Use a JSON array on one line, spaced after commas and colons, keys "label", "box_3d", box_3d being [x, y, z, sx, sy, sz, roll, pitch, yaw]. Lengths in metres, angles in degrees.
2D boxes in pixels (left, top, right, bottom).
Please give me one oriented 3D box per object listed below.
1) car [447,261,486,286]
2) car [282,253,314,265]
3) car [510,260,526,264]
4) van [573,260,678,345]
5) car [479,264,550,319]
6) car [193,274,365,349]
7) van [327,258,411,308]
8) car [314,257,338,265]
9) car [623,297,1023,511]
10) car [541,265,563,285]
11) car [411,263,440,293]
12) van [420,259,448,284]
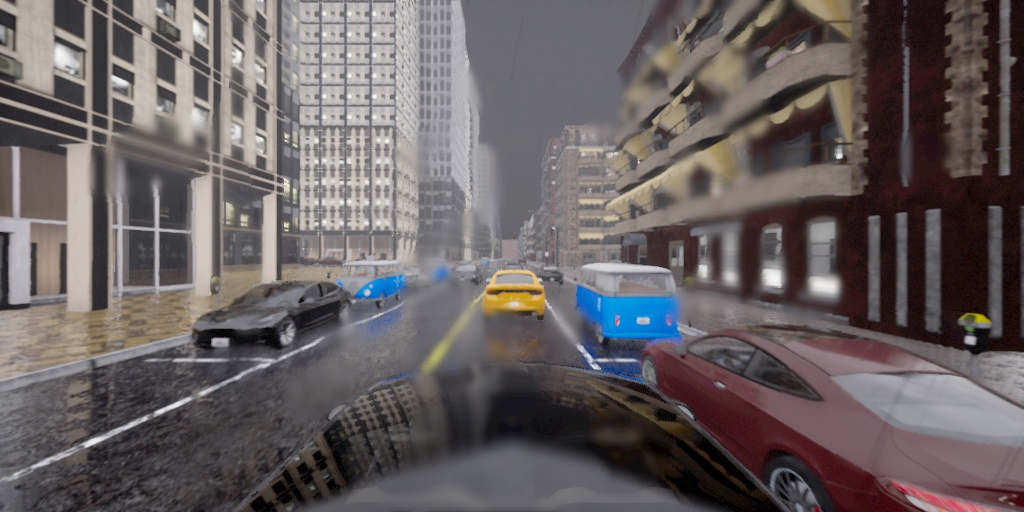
[{"label": "car", "box_3d": [-3.101, 1.283, 25.179, 1.812, 1.442, 4.674, 0, 0, 0]}, {"label": "car", "box_3d": [-32.300, 0.504, 53.820, 5.009, 1.841, 2.192, 0, 0, 0]}, {"label": "car", "box_3d": [0.091, 1.307, 29.062, 2.033, 1.411, 5.357, 0, 0, 0]}, {"label": "van", "box_3d": [2.690, 1.092, 9.189, 1.690, 1.789, 3.998, 0, 0, 0]}, {"label": "car", "box_3d": [0.084, 1.230, 12.759, 1.882, 1.535, 5.008, 0, 0, 0]}, {"label": "car", "box_3d": [-5.690, 1.317, 9.188, 1.948, 1.339, 4.313, 0, 0, 0]}, {"label": "van", "box_3d": [-5.691, 1.094, 14.837, 1.690, 1.789, 3.998, 0, 0, 0]}, {"label": "car", "box_3d": [-26.726, 0.878, 53.833, 4.207, 1.307, 1.802, 0, 0, 0]}, {"label": "car", "box_3d": [2.690, 1.332, 3.541, 1.802, 1.307, 4.207, 0, 0, 0]}, {"label": "car", "box_3d": [2.688, 1.308, 26.134, 2.007, 1.370, 4.403, 0, 0, 0]}, {"label": "car", "box_3d": [-5.692, 1.306, 20.486, 2.007, 1.370, 4.403, 0, 0, 0]}, {"label": "van", "box_3d": [-5.692, 1.098, 26.134, 1.690, 1.789, 3.998, 0, 0, 0]}]
